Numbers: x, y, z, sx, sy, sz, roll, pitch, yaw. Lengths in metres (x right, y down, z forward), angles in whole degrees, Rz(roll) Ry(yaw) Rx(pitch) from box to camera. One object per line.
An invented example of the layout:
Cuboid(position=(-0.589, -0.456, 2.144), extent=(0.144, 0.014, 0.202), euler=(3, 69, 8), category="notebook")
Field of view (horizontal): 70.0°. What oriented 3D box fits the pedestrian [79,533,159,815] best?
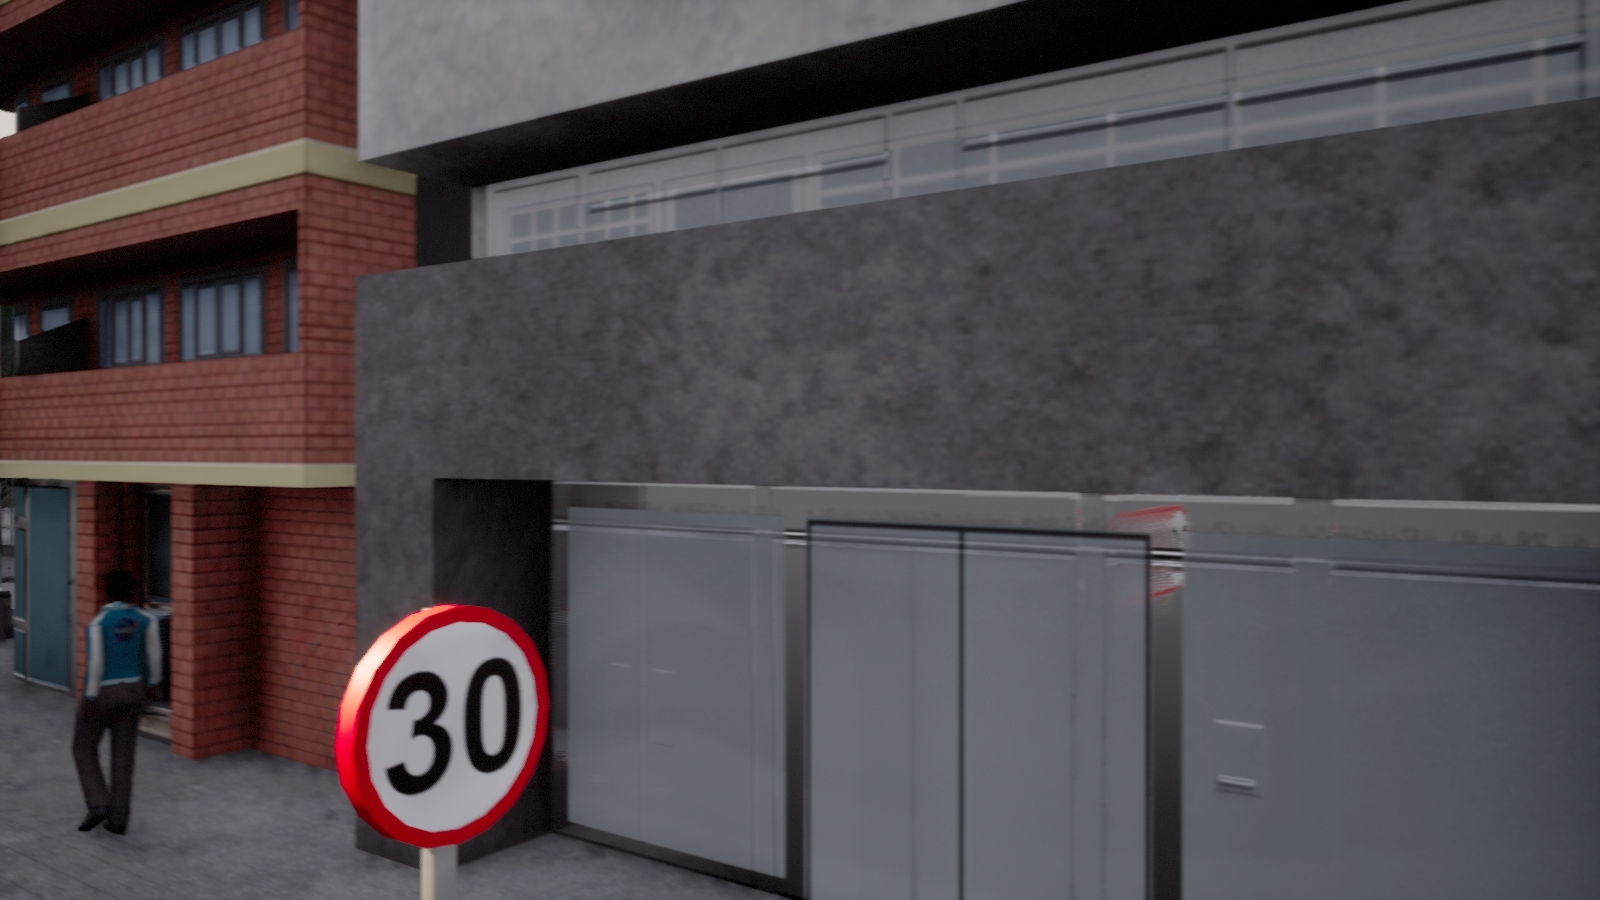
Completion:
Cuboid(position=(-4.735, 1.524, 7.946), extent=(0.375, 1.860, 0.375), euler=(0, 0, 41), category="pedestrian")
